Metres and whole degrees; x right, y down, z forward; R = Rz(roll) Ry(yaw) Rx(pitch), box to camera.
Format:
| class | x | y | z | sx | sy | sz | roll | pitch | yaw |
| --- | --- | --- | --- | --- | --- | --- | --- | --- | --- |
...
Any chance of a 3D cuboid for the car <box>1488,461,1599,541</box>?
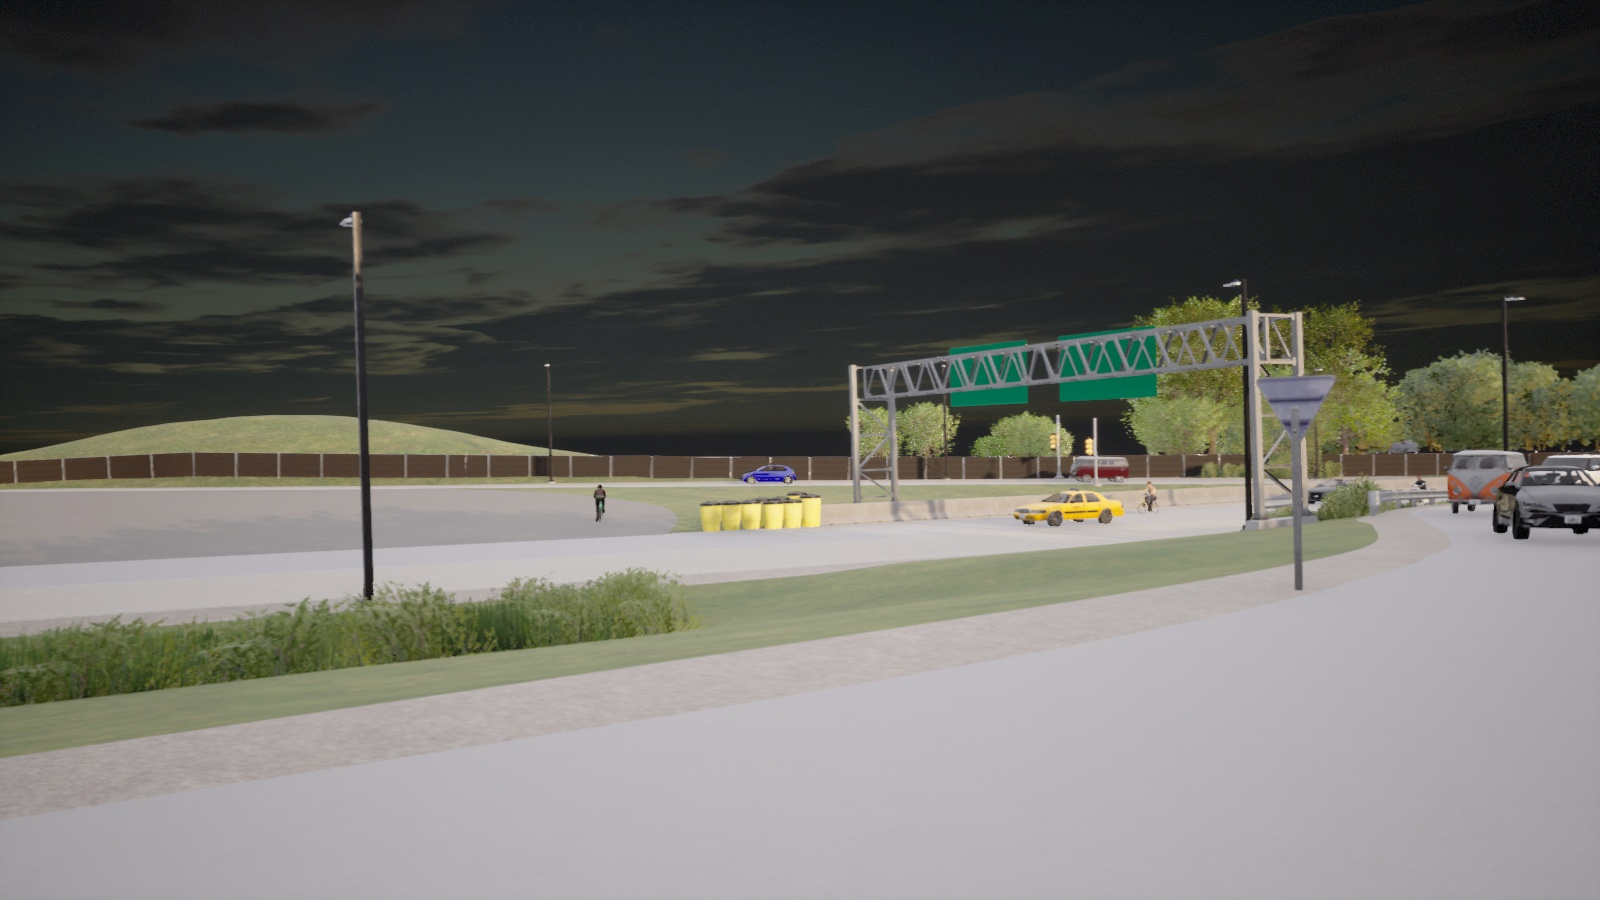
| class | x | y | z | sx | sy | sz | roll | pitch | yaw |
| --- | --- | --- | --- | --- | --- | --- | --- | --- | --- |
| car | 15.245 | 0.983 | 25.404 | 1.816 | 1.474 | 4.193 | -1 | -1 | 22 |

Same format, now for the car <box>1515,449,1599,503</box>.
| class | x | y | z | sx | sy | sz | roll | pitch | yaw |
| --- | --- | --- | --- | --- | --- | --- | --- | --- | --- |
| car | 30.941 | 1.045 | 50.191 | 5.566 | 2.045 | 2.150 | 1 | -1 | -38 |

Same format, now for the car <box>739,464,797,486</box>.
| class | x | y | z | sx | sy | sz | roll | pitch | yaw |
| --- | --- | --- | --- | --- | --- | --- | --- | --- | --- |
| car | -2.391 | 1.859 | 93.621 | 4.193 | 1.474 | 1.816 | 0 | 1 | -5 |

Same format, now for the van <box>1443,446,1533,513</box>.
| class | x | y | z | sx | sy | sz | roll | pitch | yaw |
| --- | --- | --- | --- | --- | --- | --- | --- | --- | --- |
| van | 21.632 | 0.912 | 39.403 | 1.775 | 1.987 | 4.442 | -1 | -1 | 37 |

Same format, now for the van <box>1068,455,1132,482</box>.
| class | x | y | z | sx | sy | sz | roll | pitch | yaw |
| --- | --- | --- | --- | --- | --- | --- | --- | --- | --- |
| van | 22.885 | 1.423 | 95.876 | 4.442 | 1.987 | 1.775 | 0 | 1 | -5 |

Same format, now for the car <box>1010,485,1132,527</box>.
| class | x | y | z | sx | sy | sz | roll | pitch | yaw |
| --- | --- | --- | --- | --- | --- | --- | --- | --- | --- |
| car | 11.667 | 2.362 | 53.978 | 5.366 | 1.575 | 1.801 | -1 | 0 | -32 |

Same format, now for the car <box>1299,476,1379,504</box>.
| class | x | y | z | sx | sy | sz | roll | pitch | yaw |
| --- | --- | --- | --- | --- | --- | --- | --- | --- | --- |
| car | 29.830 | 2.214 | 69.482 | 4.181 | 1.385 | 1.994 | -1 | 0 | -32 |
